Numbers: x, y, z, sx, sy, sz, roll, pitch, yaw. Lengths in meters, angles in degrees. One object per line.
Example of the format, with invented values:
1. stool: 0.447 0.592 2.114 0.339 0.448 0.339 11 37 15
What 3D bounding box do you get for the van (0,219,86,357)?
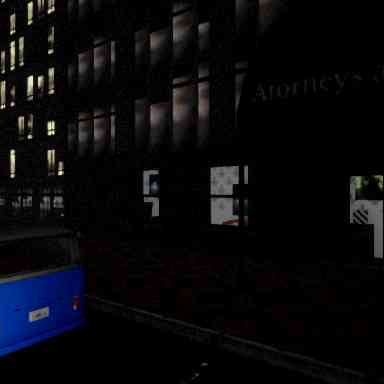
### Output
1. van: -3.474 1.341 5.370 3.998 1.788 1.690 0 0 36
